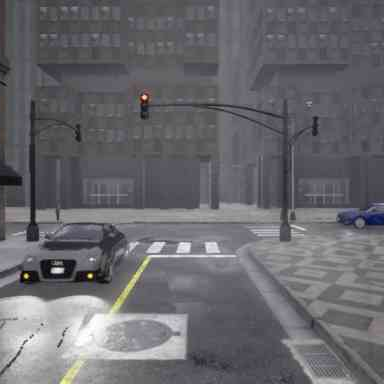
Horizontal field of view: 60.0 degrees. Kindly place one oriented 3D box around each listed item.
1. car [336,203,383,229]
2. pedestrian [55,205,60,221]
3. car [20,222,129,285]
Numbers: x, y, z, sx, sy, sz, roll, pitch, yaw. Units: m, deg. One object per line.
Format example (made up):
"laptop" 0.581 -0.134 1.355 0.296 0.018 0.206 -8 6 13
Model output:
"car" 11.810 1.459 21.085 5.008 1.535 1.882 0 0 1
"pedestrian" -9.819 1.532 24.377 0.500 1.100 0.500 0 0 1
"car" -3.038 1.564 9.406 1.994 1.385 4.181 0 0 -1
